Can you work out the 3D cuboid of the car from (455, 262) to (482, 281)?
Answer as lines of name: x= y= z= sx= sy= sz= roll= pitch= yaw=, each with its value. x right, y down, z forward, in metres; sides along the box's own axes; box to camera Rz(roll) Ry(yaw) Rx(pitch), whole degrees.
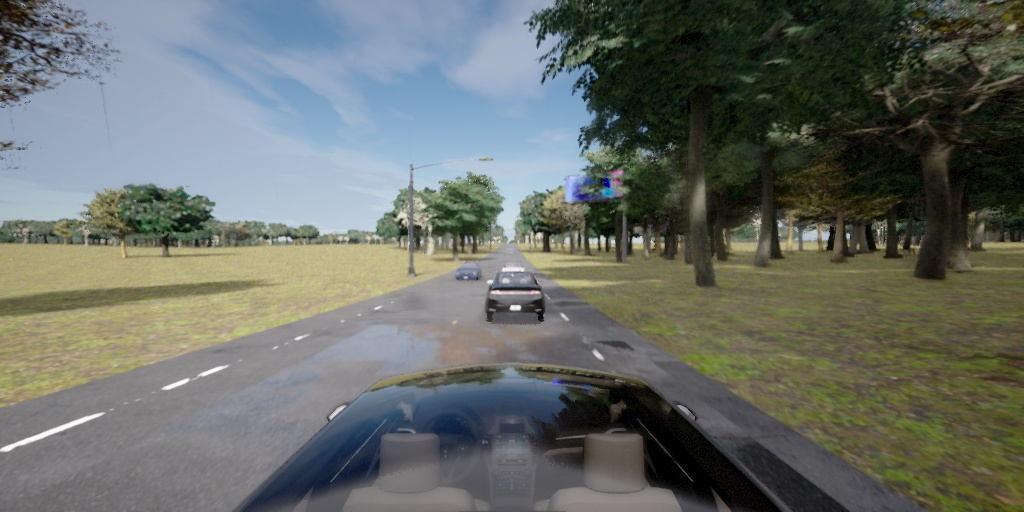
car: x=-3.497 y=1.225 z=29.894 sx=2.033 sy=1.411 sz=5.357 roll=0 pitch=1 yaw=0

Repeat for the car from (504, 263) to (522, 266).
car: x=0.103 y=1.252 z=31.884 sx=1.895 sy=1.301 sz=4.718 roll=0 pitch=1 yaw=0

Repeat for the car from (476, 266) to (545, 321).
car: x=0.100 y=1.275 z=12.674 sx=2.128 sy=1.511 sz=4.902 roll=0 pitch=0 yaw=0
